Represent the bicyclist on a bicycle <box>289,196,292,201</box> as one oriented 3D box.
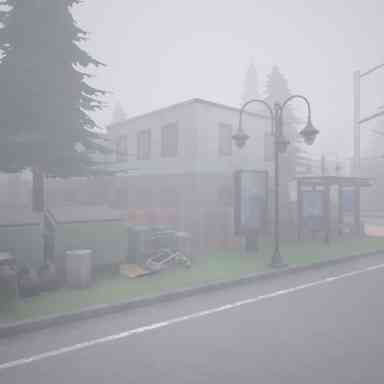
[{"bbox_3d":[10.668,1.284,36.332,0.582,1.620,1.656,0,0,44],"label":"bicyclist on a bicycle"}]
